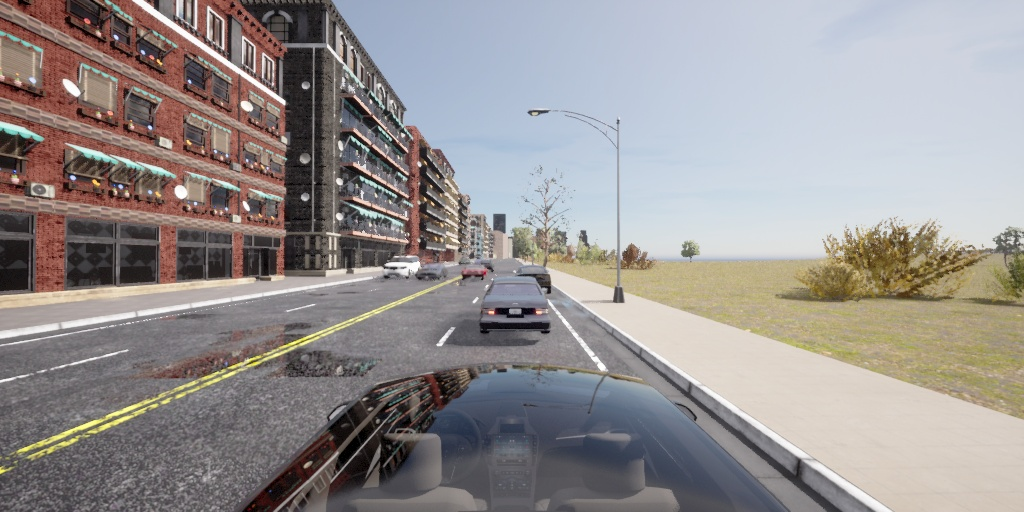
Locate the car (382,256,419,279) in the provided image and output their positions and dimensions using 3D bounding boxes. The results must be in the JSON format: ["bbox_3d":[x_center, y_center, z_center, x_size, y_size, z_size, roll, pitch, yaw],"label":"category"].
[{"bbox_3d":[-9.893,0.982,32.644,2.150,2.045,5.566,0,0,0],"label":"car"}]

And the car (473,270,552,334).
[{"bbox_3d":[0.091,1.301,10.627,2.033,1.411,5.357,0,0,0],"label":"car"}]

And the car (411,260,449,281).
[{"bbox_3d":[-6.637,1.307,30.569,2.033,1.411,5.357,0,0,0],"label":"car"}]

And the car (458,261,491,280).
[{"bbox_3d":[-3.188,1.361,31.225,1.895,1.301,4.718,0,0,0],"label":"car"}]

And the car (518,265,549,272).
[{"bbox_3d":[1.112,1.235,20.391,1.882,1.535,5.008,0,0,0],"label":"car"}]

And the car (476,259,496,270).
[{"bbox_3d":[-3.205,1.267,45.566,1.837,1.490,4.892,0,0,0],"label":"car"}]
